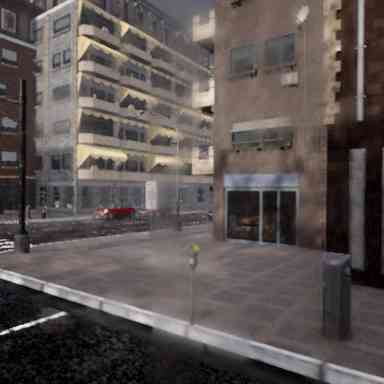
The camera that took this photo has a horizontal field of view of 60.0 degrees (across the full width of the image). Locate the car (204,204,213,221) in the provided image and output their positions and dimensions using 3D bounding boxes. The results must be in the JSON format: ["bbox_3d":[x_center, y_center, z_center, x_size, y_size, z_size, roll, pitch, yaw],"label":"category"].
[{"bbox_3d":[2.842,2.027,30.898,1.947,1.339,4.313,-1,-1,35],"label":"car"}]

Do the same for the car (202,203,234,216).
[{"bbox_3d":[3.316,2.088,41.624,1.812,1.442,4.674,1,-1,35],"label":"car"}]

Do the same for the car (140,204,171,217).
[{"bbox_3d":[-3.988,1.959,35.638,1.802,1.307,4.206,0,-1,35],"label":"car"}]

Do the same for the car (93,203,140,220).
[{"bbox_3d":[-7.222,1.717,30.979,1.967,1.590,4.097,0,-1,35],"label":"car"}]
